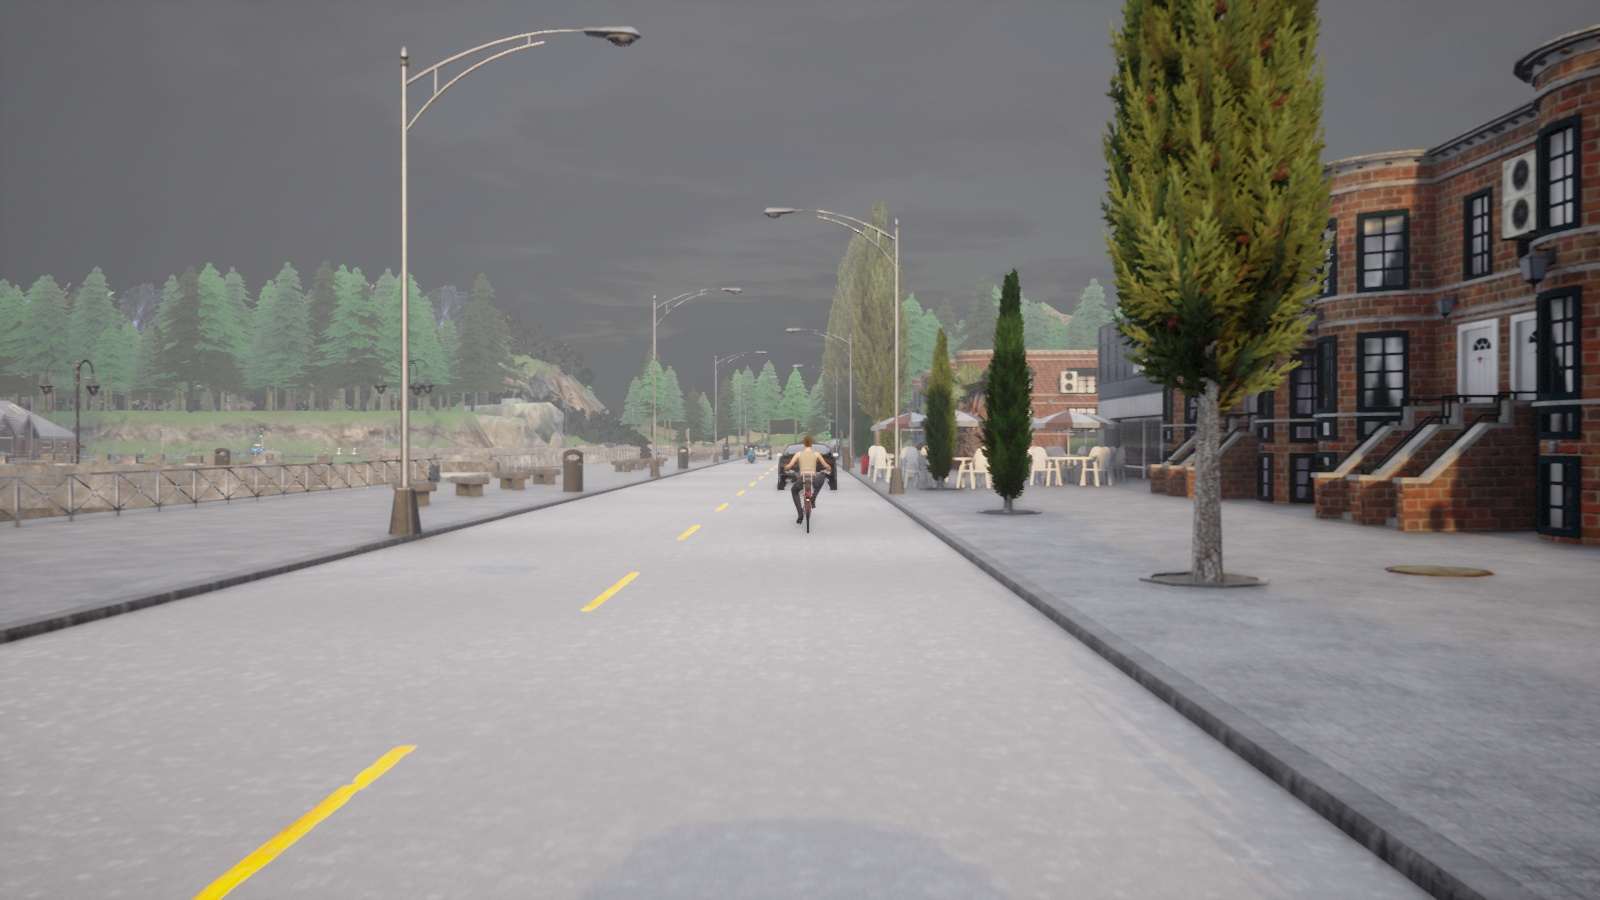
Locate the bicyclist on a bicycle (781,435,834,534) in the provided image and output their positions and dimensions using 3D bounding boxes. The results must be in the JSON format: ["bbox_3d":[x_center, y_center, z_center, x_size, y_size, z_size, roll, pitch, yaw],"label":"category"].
[{"bbox_3d":[0.134,0.563,21.373,0.866,1.612,1.509,0,0,0],"label":"bicyclist on a bicycle"}]

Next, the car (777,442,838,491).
[{"bbox_3d":[0.244,0.491,41.480,1.882,1.535,5.008,0,0,0],"label":"car"}]
